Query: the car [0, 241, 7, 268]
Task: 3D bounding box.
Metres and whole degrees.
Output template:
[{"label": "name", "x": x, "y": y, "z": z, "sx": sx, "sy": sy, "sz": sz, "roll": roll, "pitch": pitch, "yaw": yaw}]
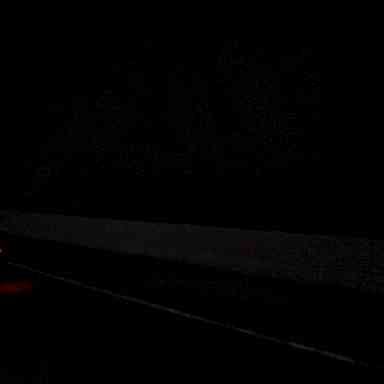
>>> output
[{"label": "car", "x": -7.304, "y": 1.550, "z": 9.688, "sx": 5.357, "sy": 1.411, "sz": 2.033, "roll": 0, "pitch": 0, "yaw": 40}]
